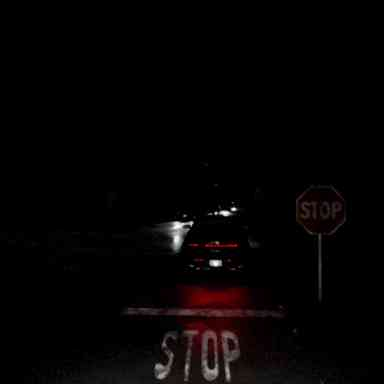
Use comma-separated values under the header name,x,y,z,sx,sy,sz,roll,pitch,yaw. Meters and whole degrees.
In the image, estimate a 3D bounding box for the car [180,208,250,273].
name,x,y,z,sx,sy,sz,roll,pitch,yaw
car,0.752,1.495,10.644,1.837,1.490,4.892,0,0,4

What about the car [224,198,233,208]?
name,x,y,z,sx,sy,sz,roll,pitch,yaw
car,4.157,1.904,45.945,1.895,1.301,4.718,0,-1,13

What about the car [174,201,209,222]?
name,x,y,z,sx,sy,sz,roll,pitch,yaw
car,-0.132,1.655,27.325,1.994,1.385,4.181,0,-1,12

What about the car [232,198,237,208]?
name,x,y,z,sx,sy,sz,roll,pitch,yaw
car,6.284,1.778,55.572,2.097,1.767,4.553,0,-1,12

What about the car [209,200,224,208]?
name,x,y,z,sx,sy,sz,roll,pitch,yaw
car,1.866,1.740,36.389,2.033,1.411,5.357,0,-1,14

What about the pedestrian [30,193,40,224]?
name,x,y,z,sx,sy,sz,roll,pitch,yaw
pedestrian,-9.448,0.974,19.974,0.375,1.860,0.375,0,-4,4
